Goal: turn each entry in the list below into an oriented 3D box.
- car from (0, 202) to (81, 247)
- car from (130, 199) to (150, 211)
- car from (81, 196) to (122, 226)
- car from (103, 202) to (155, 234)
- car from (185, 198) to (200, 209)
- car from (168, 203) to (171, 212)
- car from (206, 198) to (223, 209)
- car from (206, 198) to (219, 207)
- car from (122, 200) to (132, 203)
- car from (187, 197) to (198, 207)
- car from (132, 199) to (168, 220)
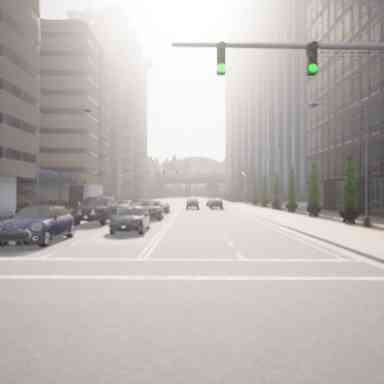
[{"bbox_3d":[-7.099,1.430,15.386,2.097,1.767,4.553,0,0,0],"label":"car"},{"bbox_3d":[-7.046,1.689,45.373,1.837,1.490,4.892,0,0,0],"label":"car"},{"bbox_3d":[-7.097,1.333,24.975,2.150,2.045,5.566,0,0,0],"label":"car"},{"bbox_3d":[-3.599,1.605,19.881,1.837,1.490,4.892,0,0,0],"label":"car"},{"bbox_3d":[0.099,1.713,48.985,1.837,1.490,4.892,0,0,0],"label":"car"},{"bbox_3d":[-3.579,1.768,38.854,1.895,1.301,4.718,0,0,0],"label":"car"},{"bbox_3d":[3.500,1.719,48.436,1.837,1.490,4.892,0,0,0],"label":"car"},{"bbox_3d":[3.499,1.808,57.103,1.994,1.385,4.181,0,0,0],"label":"car"},{"bbox_3d":[-7.090,1.639,34.933,2.128,1.511,4.902,0,0,0],"label":"car"},{"bbox_3d":[0.101,1.722,58.889,1.882,1.535,5.008,0,0,0],"label":"car"},{"bbox_3d":[-3.596,1.485,29.086,2.097,1.767,4.553,0,0,0],"label":"car"}]
